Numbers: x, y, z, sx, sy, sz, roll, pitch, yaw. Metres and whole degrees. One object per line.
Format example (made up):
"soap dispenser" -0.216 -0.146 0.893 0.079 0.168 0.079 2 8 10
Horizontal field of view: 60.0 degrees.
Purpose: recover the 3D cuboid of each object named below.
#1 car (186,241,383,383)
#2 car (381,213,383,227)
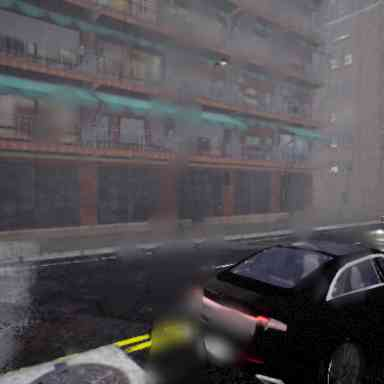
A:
"car" 2.218 1.521 5.070 4.902 1.511 2.128 0 0 -36
"car" 14.890 1.633 22.912 5.008 1.535 1.882 0 0 -38
